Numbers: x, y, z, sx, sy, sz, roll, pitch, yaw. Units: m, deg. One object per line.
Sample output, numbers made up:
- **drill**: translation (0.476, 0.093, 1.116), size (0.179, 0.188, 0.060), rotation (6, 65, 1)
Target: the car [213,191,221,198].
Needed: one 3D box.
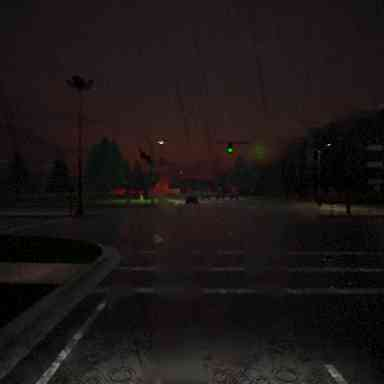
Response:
- **car**: translation (6.954, 0.712, 93.209), size (2.097, 1.767, 4.553), rotation (0, 0, 0)

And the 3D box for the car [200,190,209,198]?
- **car**: translation (3.453, 0.582, 93.266), size (2.150, 2.045, 5.566), rotation (0, 0, 0)

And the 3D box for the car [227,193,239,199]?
- **car**: translation (10.460, 1.048, 83.242), size (1.994, 1.385, 4.181), rotation (0, 0, 0)

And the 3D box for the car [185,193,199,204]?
- **car**: translation (-0.020, 1.205, 53.025), size (1.812, 1.442, 4.674), rotation (0, 0, 0)

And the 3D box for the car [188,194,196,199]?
- **car**: translation (-0.040, 1.091, 83.266), size (1.895, 1.301, 4.718), rotation (0, 0, 0)

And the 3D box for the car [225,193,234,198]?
- **car**: translation (10.453, 0.897, 93.242), size (2.033, 1.411, 5.357), rotation (0, 0, 0)

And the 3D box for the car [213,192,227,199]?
- **car**: translation (6.960, 0.998, 82.823), size (1.837, 1.490, 4.892), rotation (0, 0, 0)

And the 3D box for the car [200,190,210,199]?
- **car**: translation (3.460, 1.023, 82.821), size (2.128, 1.511, 4.902), rotation (0, 0, 0)

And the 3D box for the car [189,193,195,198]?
- **car**: translation (-0.047, 0.882, 93.235), size (1.812, 1.442, 4.674), rotation (0, 0, 0)
